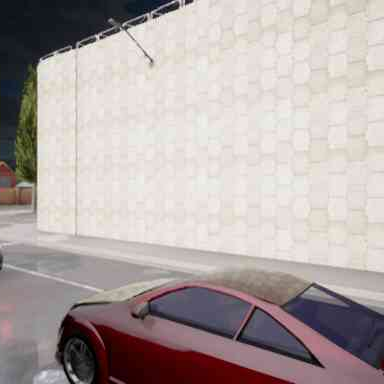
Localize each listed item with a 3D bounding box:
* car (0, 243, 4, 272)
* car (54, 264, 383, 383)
[{"bbox_3d":[-6.752,1.494,8.785,4.674,1.442,1.812,0,0,35],"label":"car"},{"bbox_3d":[0.326,1.558,3.744,4.181,1.385,1.994,0,0,37],"label":"car"}]
